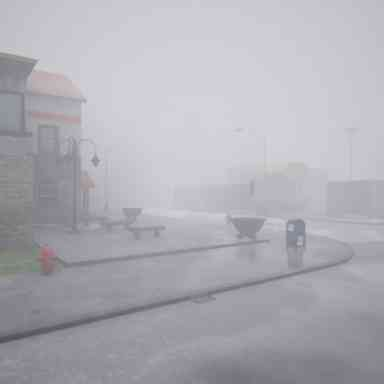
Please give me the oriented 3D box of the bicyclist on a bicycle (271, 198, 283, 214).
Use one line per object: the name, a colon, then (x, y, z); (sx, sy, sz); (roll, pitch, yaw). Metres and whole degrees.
bicyclist on a bicycle: (8.203, 1.353, 32.100); (1.656, 1.620, 0.582); (0, 0, -35)
